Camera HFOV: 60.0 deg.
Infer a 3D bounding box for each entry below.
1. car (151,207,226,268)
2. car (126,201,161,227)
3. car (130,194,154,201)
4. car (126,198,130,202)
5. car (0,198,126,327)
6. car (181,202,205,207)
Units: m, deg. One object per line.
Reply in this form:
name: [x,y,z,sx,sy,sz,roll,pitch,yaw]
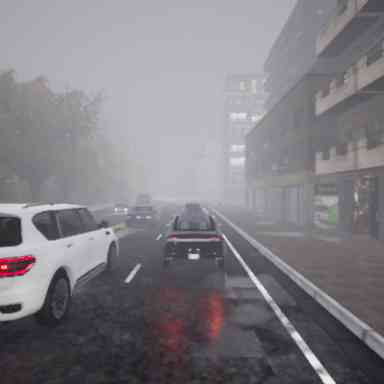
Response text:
car: [0.067,1.498,11.259,2.128,1.511,4.902,0,0,0]
car: [-3.213,1.559,22.542,2.033,1.411,5.357,0,0,0]
car: [-6.580,1.246,45.965,2.150,2.045,5.566,0,0,0]
car: [-9.815,1.571,48.361,2.033,1.411,5.357,0,0,1]
car: [-3.224,1.223,7.195,2.150,2.045,5.566,0,0,2]
car: [0.067,1.539,27.289,1.812,1.442,4.674,0,0,0]
